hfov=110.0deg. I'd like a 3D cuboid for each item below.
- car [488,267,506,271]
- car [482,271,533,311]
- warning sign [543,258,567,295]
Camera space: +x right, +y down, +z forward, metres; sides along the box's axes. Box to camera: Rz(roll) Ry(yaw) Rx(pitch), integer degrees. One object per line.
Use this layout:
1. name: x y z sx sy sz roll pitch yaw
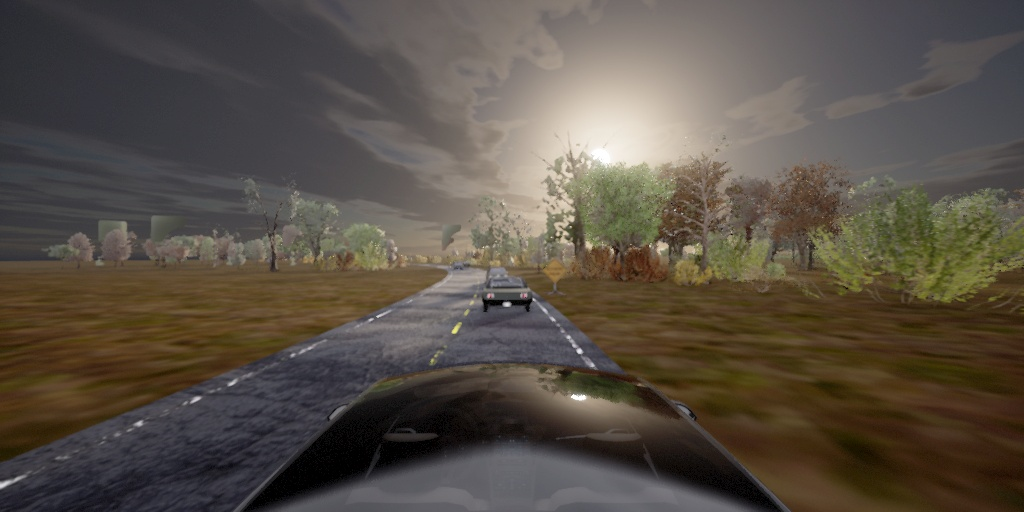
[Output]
1. car: -1.228 1.593 29.506 2.033 1.411 5.357 0 -1 -5
2. car: -0.261 1.494 15.201 1.895 1.301 4.718 0 -1 -2
3. warning sign: 2.219 1.044 18.576 1.300 1.860 1.060 0 0 -3
